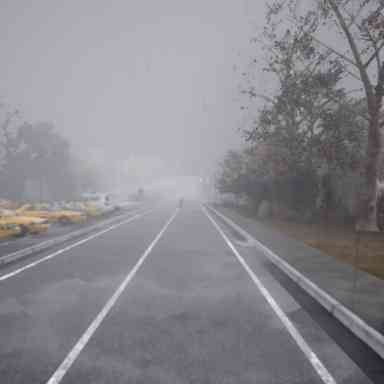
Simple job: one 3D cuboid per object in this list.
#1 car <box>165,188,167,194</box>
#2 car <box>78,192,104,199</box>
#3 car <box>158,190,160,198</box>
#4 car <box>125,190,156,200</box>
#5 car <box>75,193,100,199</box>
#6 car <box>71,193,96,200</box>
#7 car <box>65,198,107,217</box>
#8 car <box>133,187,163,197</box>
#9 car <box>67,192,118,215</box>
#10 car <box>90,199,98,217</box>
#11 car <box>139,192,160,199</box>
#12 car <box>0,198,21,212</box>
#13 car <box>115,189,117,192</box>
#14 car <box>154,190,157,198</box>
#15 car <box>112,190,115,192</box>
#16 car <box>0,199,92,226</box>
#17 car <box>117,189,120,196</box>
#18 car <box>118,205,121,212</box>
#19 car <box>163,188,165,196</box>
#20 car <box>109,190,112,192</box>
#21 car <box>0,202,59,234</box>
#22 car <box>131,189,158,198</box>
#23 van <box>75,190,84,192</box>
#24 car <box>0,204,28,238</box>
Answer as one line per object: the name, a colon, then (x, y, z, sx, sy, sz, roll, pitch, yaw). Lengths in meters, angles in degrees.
car: (-10.281, 0.475, 94.306, 4.792, 1.488, 2.163, 0, 2, 0)
car: (-23.574, 0.808, 77.565, 5.366, 1.575, 1.946, 0, 1, 0)
car: (-10.313, 0.839, 74.790, 5.008, 1.535, 2.097, 0, 1, 0)
car: (-10.317, 0.904, 66.441, 4.792, 1.488, 2.163, 0, 0, 0)
car: (-23.427, 0.867, 74.772, 4.792, 1.488, 2.163, 0, 0, 0)
car: (-23.410, 0.894, 71.860, 4.674, 1.452, 2.002, 0, 0, 0)
car: (-10.365, 1.496, 28.300, 5.366, 1.575, 1.946, 0, 0, 0)
car: (-10.337, 0.562, 77.581, 5.566, 2.045, 2.435, 0, 1, 0)
car: (-10.201, 1.260, 31.077, 5.566, 2.045, 2.435, 0, 0, 0)
car: (-10.193, 1.489, 25.523, 4.892, 1.521, 2.231, 0, 0, 0)
car: (-10.293, 0.778, 80.373, 4.892, 1.521, 2.231, 0, 1, 0)
car: (-23.226, 1.543, 39.308, 5.008, 1.535, 2.097, 0, 0, 0)
car: (-23.346, 0.608, 88.595, 5.008, 1.535, 2.097, 0, 1, 0)
car: (-10.366, 0.895, 69.225, 4.792, 1.488, 2.163, 0, 0, 0)
car: (-23.356, 0.674, 85.805, 5.008, 1.535, 2.097, 0, 1, 0)
car: (-10.008, 1.473, 22.747, 5.366, 1.575, 1.946, 0, 0, 0)
car: (-23.336, 0.529, 91.512, 4.892, 1.521, 2.231, 0, 1, 0)
car: (-10.170, 1.522, 33.852, 5.008, 1.535, 2.097, 0, 0, 0)
car: (-10.240, 0.480, 88.729, 4.553, 1.767, 2.185, 0, 1, 0)
car: (-23.341, 0.762, 83.015, 4.792, 1.488, 2.163, 0, 1, 0)
car: (-10.022, 1.451, 17.074, 5.366, 1.575, 1.946, 0, 0, 0)
car: (-10.359, 0.730, 72.010, 4.553, 1.767, 2.185, 0, 0, 0)
van: (-23.299, 0.648, 66.401, 4.442, 1.987, 1.878, 1, 0, 0)
car: (-10.400, 1.446, 14.422, 5.366, 1.575, 1.946, 0, 0, 0)
